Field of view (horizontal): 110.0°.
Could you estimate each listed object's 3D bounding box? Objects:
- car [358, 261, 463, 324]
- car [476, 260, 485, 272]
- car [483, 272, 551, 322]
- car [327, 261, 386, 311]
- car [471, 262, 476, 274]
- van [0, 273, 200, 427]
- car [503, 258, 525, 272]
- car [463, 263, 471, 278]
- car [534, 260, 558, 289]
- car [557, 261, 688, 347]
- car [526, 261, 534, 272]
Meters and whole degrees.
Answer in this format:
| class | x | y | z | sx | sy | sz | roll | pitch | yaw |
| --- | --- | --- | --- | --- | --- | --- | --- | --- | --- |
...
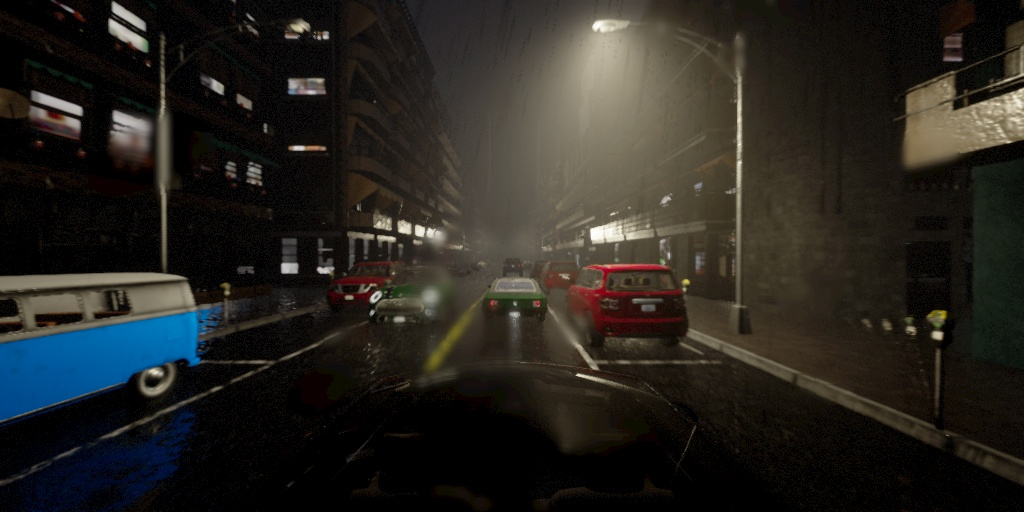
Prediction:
| class | x | y | z | sx | sy | sz | roll | pitch | yaw |
| --- | --- | --- | --- | --- | --- | --- | --- | --- | --- |
| car | -3.100 | 1.169 | 12.129 | 2.097 | 1.767 | 4.553 | 0 | 0 | 0 |
| car | -5.690 | 1.640 | 54.256 | 2.007 | 1.370 | 4.403 | 0 | 0 | 0 |
| car | 0.101 | 1.421 | 12.584 | 1.895 | 1.301 | 4.718 | 0 | 0 | 0 |
| car | -5.681 | 1.150 | 15.042 | 2.192 | 1.841 | 5.009 | 0 | 0 | 0 |
| car | -5.691 | 1.598 | 43.051 | 1.802 | 1.307 | 4.207 | 0 | 0 | 0 |
| van | -5.658 | 1.104 | 3.838 | 1.690 | 1.789 | 3.998 | 0 | 0 | 0 |
| car | 0.102 | 1.230 | 41.951 | 2.150 | 2.045 | 5.566 | 0 | 0 | 0 |
| car | -5.691 | 1.562 | 37.449 | 1.802 | 1.307 | 4.207 | 0 | 0 | 0 |
| car | 2.690 | 1.186 | 20.615 | 2.192 | 1.841 | 5.009 | 0 | 0 | 0 |
| car | 2.690 | 1.114 | 9.411 | 2.192 | 1.841 | 5.009 | 0 | 0 | 0 |
| car | 2.690 | 1.258 | 31.819 | 2.192 | 1.841 | 5.009 | 0 | 0 | 0 |
